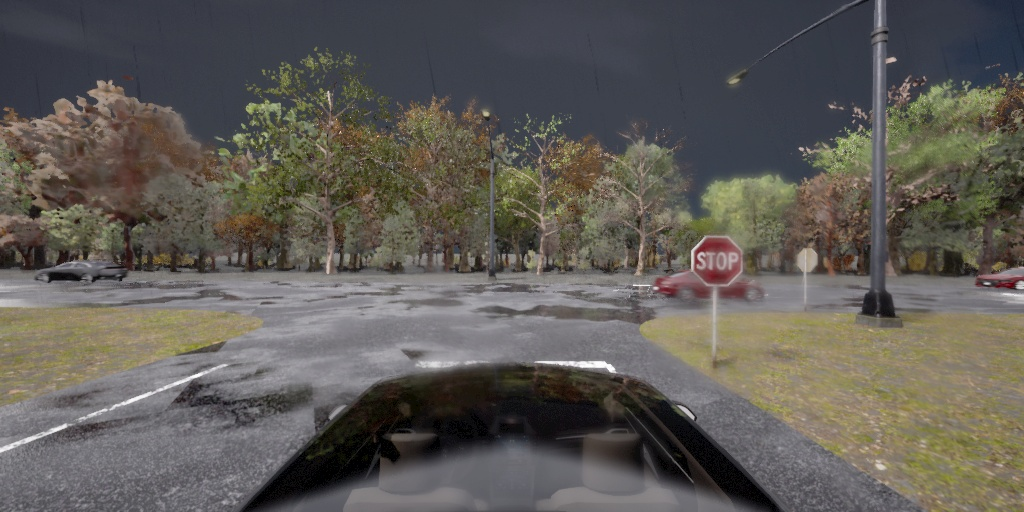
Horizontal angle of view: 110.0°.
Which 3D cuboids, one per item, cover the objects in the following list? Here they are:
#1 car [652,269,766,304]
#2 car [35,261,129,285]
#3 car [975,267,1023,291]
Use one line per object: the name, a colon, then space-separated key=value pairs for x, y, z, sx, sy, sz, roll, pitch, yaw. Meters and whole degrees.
car: x=8.812 y=1.323 z=16.248 sx=4.674 sy=1.442 sz=1.812 roll=0 pitch=0 yaw=0
car: x=-28.382 y=1.072 z=23.719 sx=4.902 sy=1.511 sz=2.128 roll=0 pitch=0 yaw=1
car: x=33.062 y=1.457 z=23.056 sx=5.008 sy=1.535 sz=1.882 roll=-1 pitch=0 yaw=0
